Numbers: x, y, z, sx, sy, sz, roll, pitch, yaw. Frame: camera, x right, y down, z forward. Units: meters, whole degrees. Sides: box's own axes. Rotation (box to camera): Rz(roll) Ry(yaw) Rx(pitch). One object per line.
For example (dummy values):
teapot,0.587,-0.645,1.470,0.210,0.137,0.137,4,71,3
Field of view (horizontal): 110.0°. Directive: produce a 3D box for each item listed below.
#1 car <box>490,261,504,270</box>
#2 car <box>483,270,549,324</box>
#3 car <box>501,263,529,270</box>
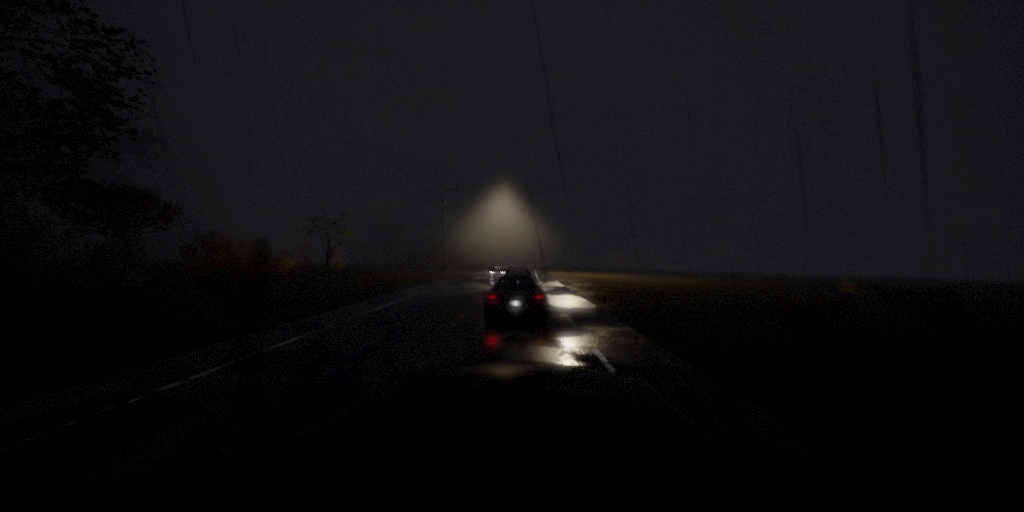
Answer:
car,-1.979,1.427,51.485,1.812,1.442,4.674,0,0,4
car,0.156,1.326,12.120,1.994,1.385,4.181,0,0,1
car,0.469,1.397,26.272,1.895,1.301,4.718,0,0,2
